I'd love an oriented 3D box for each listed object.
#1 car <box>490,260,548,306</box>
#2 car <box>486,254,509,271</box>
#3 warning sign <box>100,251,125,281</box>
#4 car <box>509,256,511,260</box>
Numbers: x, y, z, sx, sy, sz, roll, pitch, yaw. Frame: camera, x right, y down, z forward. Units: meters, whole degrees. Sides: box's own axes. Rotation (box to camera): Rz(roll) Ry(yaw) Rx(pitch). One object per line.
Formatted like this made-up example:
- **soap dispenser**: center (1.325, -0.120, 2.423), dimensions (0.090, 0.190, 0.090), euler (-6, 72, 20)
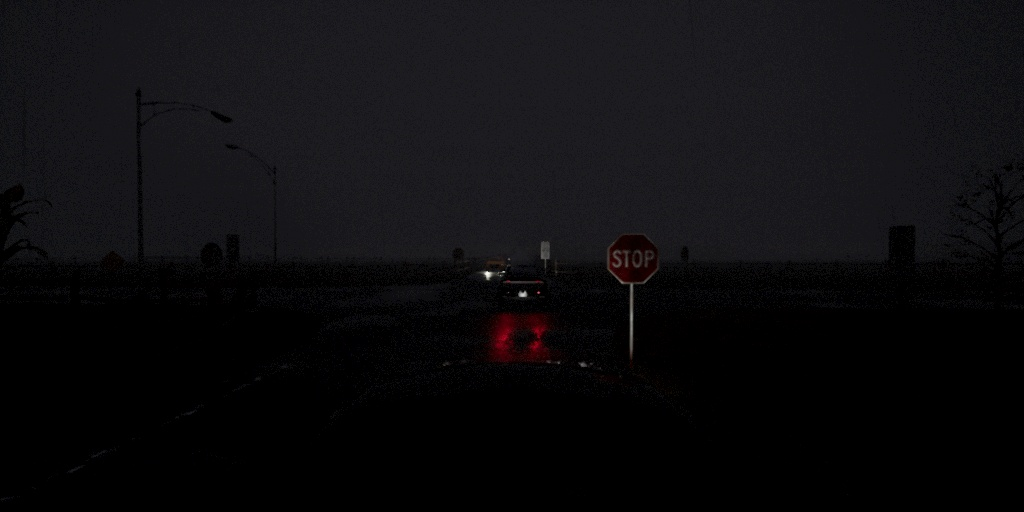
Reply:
- **car**: center (0.475, 1.113, 15.029), dimensions (2.128, 1.511, 4.902), euler (0, 1, 2)
- **car**: center (-1.719, 0.820, 39.246), dimensions (1.882, 1.535, 5.008), euler (0, 1, 2)
- **warning sign**: center (-23.607, 0.614, 21.189), dimensions (1.060, 1.860, 1.300), euler (0, 0, 2)
- **car**: center (-1.199, 0.491, 55.440), dimensions (2.097, 1.767, 4.553), euler (0, 1, 2)
